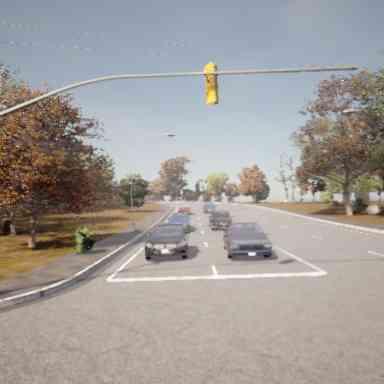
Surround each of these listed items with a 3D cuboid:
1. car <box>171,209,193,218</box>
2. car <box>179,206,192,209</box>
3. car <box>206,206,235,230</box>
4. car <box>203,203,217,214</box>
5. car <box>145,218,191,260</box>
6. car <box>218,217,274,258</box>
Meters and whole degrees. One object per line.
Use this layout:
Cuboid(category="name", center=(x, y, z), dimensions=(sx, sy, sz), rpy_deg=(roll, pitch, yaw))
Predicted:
Cuboid(category="car", center=(-0.991, 2.510, 28.234), dimensions=(1.812, 1.442, 4.674), rpy_deg=(-2, -1, 0))
Cuboid(category="car", center=(-0.883, 2.578, 46.411), dimensions=(1.895, 1.301, 4.718), rpy_deg=(-2, 0, 1))
Cuboid(category="car", center=(2.508, 2.375, 28.671), dimensions=(1.837, 1.490, 4.892), rpy_deg=(-2, 1, 0))
Cuboid(category="car", center=(2.646, 2.370, 49.385), dimensions=(1.812, 1.442, 4.674), rpy_deg=(-2, 0, 0))
Cuboid(category="car", center=(-1.043, 2.244, 15.990), dimensions=(1.812, 1.442, 4.674), rpy_deg=(-2, -2, 2))
Cuboid(category="car", center=(2.495, 2.141, 15.769), dimensions=(2.033, 1.411, 5.357), rpy_deg=(-2, -2, 3))
